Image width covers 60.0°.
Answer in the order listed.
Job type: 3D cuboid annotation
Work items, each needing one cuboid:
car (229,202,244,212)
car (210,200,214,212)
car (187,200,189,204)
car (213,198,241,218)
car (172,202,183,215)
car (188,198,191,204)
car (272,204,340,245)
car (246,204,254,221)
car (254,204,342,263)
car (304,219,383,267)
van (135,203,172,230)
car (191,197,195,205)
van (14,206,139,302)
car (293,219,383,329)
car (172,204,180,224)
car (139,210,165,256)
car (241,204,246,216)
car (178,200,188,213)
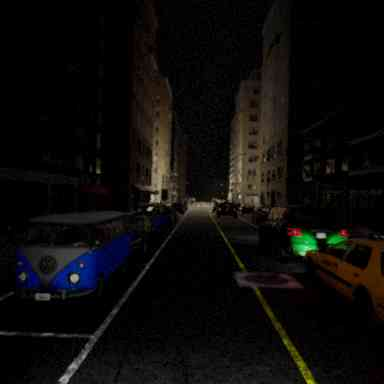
[{"bbox_3d":[6.895,2.367,51.815,1.947,1.339,4.313,1,-1,1],"label":"car"},{"bbox_3d":[3.953,2.237,47.683,1.994,1.385,4.181,2,-1,1],"label":"car"},{"bbox_3d":[-1.747,2.089,46.506,1.802,1.307,4.206,1,-1,1],"label":"car"},{"bbox_3d":[3.753,1.886,36.612,2.097,1.767,4.553,2,-1,2],"label":"car"},{"bbox_3d":[-2.110,1.880,30.008,1.802,1.307,4.206,1,-1,1],"label":"car"},{"bbox_3d":[-1.622,2.017,52.008,1.967,1.590,4.097,1,-1,1],"label":"car"},{"bbox_3d":[6.174,1.701,18.820,2.192,1.841,5.009,1,-1,1],"label":"car"},{"bbox_3d":[6.414,1.963,29.818,1.967,1.590,4.097,1,-1,1],"label":"car"},{"bbox_3d":[4.094,1.487,13.069,2.150,2.045,5.566,2,-1,1],"label":"car"},{"bbox_3d":[6.046,1.900,13.317,1.802,1.307,4.206,1,-1,1],"label":"car"},{"bbox_3d":[-2.347,1.502,19.011,1.690,1.788,3.998,1,-1,1],"label":"van"},{"bbox_3d":[-0.774,2.664,89.096,1.802,1.307,4.206,1,-1,1],"label":"car"},{"bbox_3d":[-2.590,1.367,8.013,1.690,1.788,3.998,1,-1,1],"label":"van"},{"bbox_3d":[3.959,1.646,7.228,1.801,1.575,5.366,2,-1,1],"label":"car"},{"bbox_3d":[-2.231,1.796,24.508,1.947,1.339,4.313,1,-1,1],"label":"car"},{"bbox_3d":[-2.474,1.644,13.509,2.008,1.369,4.403,1,-1,1],"label":"car"},{"bbox_3d":[6.653,2.213,40.816,2.008,1.369,4.403,1,-1,1],"label":"car"},{"bbox_3d":[-1.867,2.003,41.007,1.947,1.339,4.313,1,-1,1],"label":"car"}]
